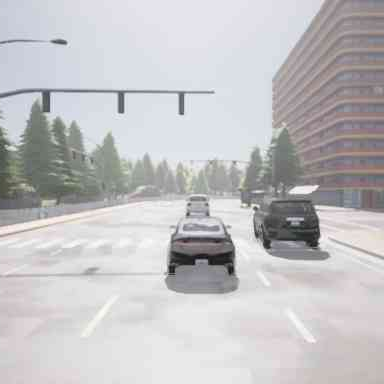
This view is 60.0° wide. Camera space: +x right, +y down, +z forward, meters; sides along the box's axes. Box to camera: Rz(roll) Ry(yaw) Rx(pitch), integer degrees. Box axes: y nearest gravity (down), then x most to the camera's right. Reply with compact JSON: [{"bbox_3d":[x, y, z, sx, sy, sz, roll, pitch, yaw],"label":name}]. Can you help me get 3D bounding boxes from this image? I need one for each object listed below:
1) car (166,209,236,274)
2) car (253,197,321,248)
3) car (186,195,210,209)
[{"bbox_3d":[0.264,1.504,10.548,2.128,1.511,4.902,0,0,1],"label":"car"},{"bbox_3d":[4.061,1.244,14.996,2.150,2.045,5.566,0,0,5],"label":"car"},{"bbox_3d":[0.567,1.284,32.219,2.150,2.045,5.566,0,0,1],"label":"car"}]
